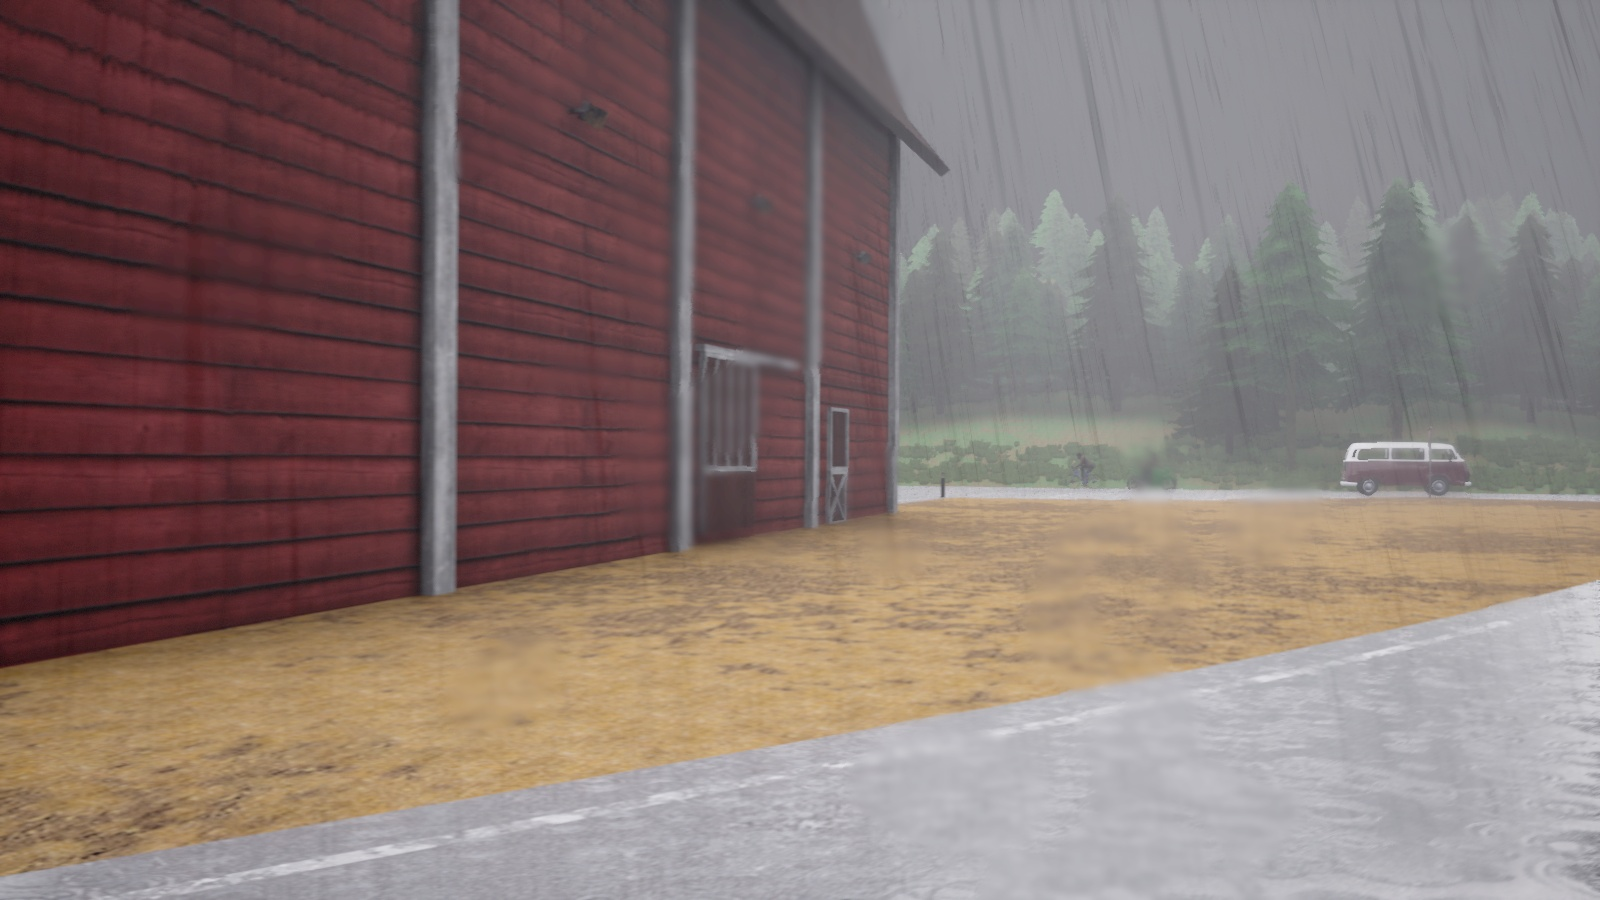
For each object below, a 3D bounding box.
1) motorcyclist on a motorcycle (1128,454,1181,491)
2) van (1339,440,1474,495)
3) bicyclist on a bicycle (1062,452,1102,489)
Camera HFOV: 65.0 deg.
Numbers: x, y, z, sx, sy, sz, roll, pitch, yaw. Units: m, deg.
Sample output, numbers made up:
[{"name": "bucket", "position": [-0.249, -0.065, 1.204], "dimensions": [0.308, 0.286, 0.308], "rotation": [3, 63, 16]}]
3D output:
[{"name": "motorcyclist on a motorcycle", "position": [14.508, 0.913, 51.385], "dimensions": [2.044, 1.523, 0.797], "rotation": [0, 0, 20]}, {"name": "van", "position": [23.200, 0.645, 48.198], "dimensions": [4.480, 2.038, 2.069], "rotation": [0, 0, 20]}, {"name": "bicyclist on a bicycle", "position": [12.544, 0.904, 55.833], "dimensions": [1.656, 1.620, 0.582], "rotation": [0, 0, 20]}]
